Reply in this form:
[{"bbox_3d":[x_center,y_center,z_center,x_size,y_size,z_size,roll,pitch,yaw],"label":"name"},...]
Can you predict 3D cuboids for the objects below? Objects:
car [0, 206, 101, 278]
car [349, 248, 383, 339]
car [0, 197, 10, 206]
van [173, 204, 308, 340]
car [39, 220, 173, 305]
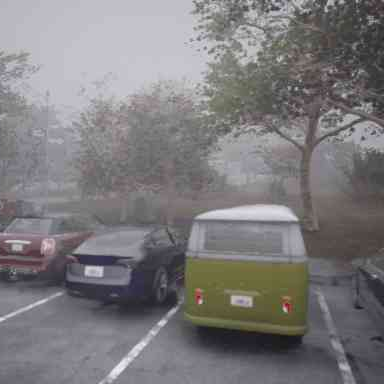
[{"bbox_3d":[-3.561,1.363,9.940,2.185,1.767,4.553,0,-1,15],"label":"car"},{"bbox_3d":[3.630,1.487,4.830,2.231,1.521,4.892,0,-1,16],"label":"car"},{"bbox_3d":[-10.746,1.246,15.073,2.435,2.045,5.566,1,-1,16],"label":"car"},{"bbox_3d":[1.264,1.262,6.661,1.878,1.987,4.442,0,-1,16],"label":"van"},{"bbox_3d":[-1.151,1.517,8.285,2.163,1.488,4.792,0,-1,15],"label":"car"}]
